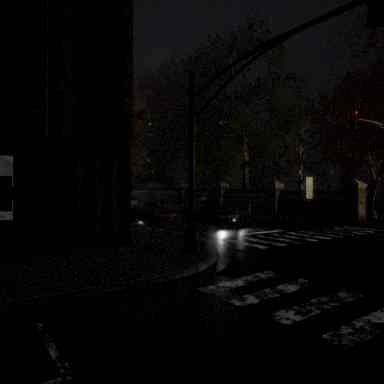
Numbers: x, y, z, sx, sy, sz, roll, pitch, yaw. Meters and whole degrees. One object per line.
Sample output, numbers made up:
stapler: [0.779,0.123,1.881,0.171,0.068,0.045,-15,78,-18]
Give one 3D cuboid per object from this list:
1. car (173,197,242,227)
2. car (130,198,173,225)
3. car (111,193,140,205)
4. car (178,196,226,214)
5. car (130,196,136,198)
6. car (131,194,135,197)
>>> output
car: [0.999,1.255,20.470,1.812,1.442,4.674,0,1,-36]
car: [-2.580,1.257,21.006,1.802,1.307,4.206,2,0,-36]
car: [-8.830,0.863,43.840,2.008,1.369,4.403,1,0,-36]
car: [0.843,1.129,30.546,1.752,1.417,4.829,1,0,-36]
car: [-5.837,1.158,25.482,1.802,1.307,4.206,2,0,-36]
car: [-6.212,1.036,30.394,1.812,1.442,4.674,0,1,-36]
